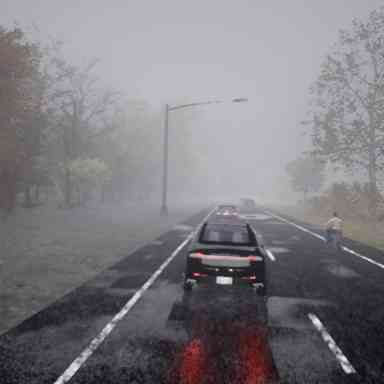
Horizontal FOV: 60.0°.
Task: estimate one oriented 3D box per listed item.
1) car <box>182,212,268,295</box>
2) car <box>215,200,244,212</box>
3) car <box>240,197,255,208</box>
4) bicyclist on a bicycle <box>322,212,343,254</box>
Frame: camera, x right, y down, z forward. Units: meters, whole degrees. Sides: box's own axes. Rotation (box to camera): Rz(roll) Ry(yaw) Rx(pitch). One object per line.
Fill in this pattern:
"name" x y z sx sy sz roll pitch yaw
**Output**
"car" 0.902 1.534 8.937 2.128 1.511 4.902 2 0 6
"car" 2.866 1.681 27.228 2.033 1.411 5.357 2 0 6
"car" 9.459 1.855 55.731 1.882 1.535 5.008 2 0 6
"bicyclist on a bicycle" 5.819 1.629 13.634 0.866 1.612 1.509 2 0 6
